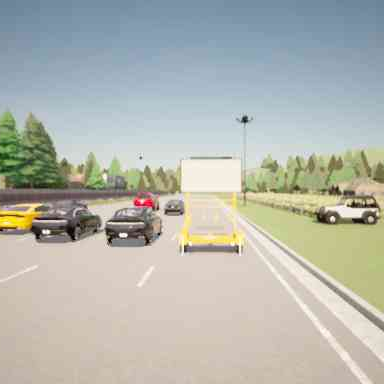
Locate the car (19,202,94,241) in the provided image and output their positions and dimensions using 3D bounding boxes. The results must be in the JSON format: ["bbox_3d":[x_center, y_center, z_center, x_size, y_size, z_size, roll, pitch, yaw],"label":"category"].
[{"bbox_3d":[-6.000,1.455,16.417,2.128,1.511,4.902,0,0,3],"label":"car"}]

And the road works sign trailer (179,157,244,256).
[{"bbox_3d":[0.741,0.436,12.973,2.380,3.560,2.880,0,0,3],"label":"road works sign trailer"}]

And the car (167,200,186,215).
[{"bbox_3d":[-1.667,1.474,33.498,2.033,1.411,5.357,0,0,3],"label":"car"}]

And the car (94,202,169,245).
[{"bbox_3d":[-2.546,1.458,15.392,2.128,1.511,4.902,0,0,3],"label":"car"}]

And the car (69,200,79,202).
[{"bbox_3d":[-12.194,1.474,33.165,2.033,1.411,5.357,0,0,3],"label":"car"}]

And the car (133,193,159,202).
[{"bbox_3d":[-5.009,1.139,36.815,2.150,2.045,5.566,0,0,3],"label":"car"}]

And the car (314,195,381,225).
[{"bbox_3d":[10.089,1.168,21.536,3.866,1.878,1.905,0,0,3],"label":"car"}]

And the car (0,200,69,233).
[{"bbox_3d":[-9.353,1.434,19.521,1.882,1.535,5.008,0,0,3],"label":"car"}]
